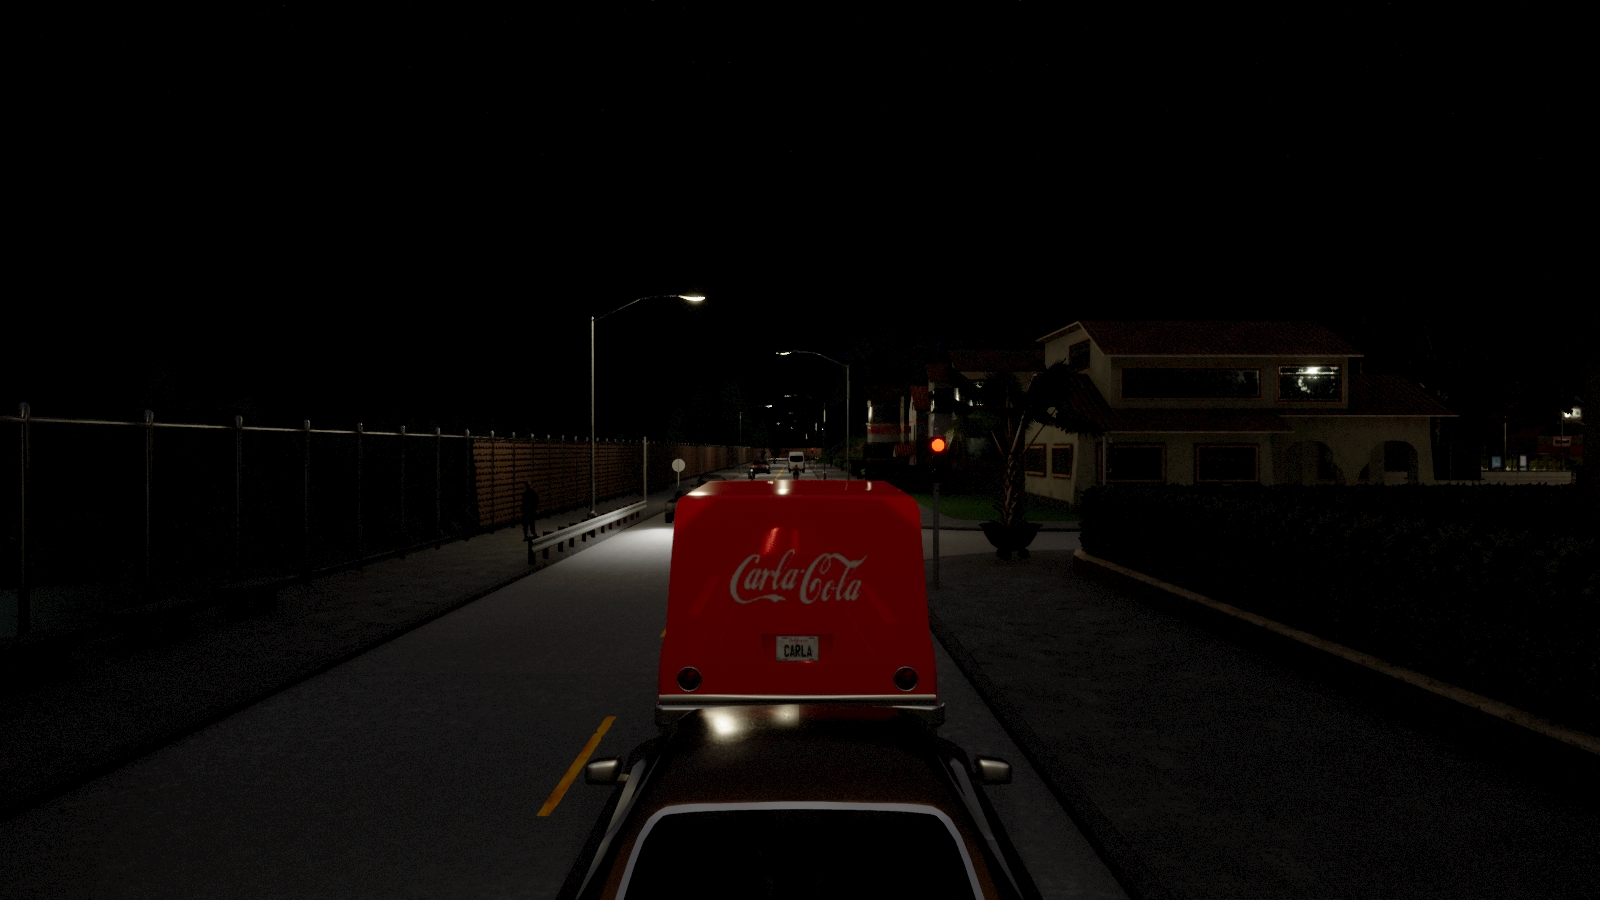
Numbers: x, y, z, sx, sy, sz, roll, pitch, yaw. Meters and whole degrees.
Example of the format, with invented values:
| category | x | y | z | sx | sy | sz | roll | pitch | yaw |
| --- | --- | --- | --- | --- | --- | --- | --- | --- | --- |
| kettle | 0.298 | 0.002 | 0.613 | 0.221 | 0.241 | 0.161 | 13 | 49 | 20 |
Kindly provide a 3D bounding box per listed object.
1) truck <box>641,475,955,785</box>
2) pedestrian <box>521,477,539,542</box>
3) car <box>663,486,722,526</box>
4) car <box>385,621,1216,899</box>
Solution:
| category | x | y | z | sx | sy | sz | roll | pitch | yaw |
| --- | --- | --- | --- | --- | --- | --- | --- | --- | --- |
| truck | -0.025 | 1.564 | 12.158 | 2.627 | 2.467 | 5.204 | 0 | 0 | 0 |
| pedestrian | -7.871 | 1.733 | 33.346 | 0.375 | 1.860 | 0.375 | 0 | 0 | 12 |
| car | -4.127 | 2.139 | 44.489 | 1.895 | 1.301 | 4.718 | 0 | 0 | 0 |
| car | -0.006 | 1.989 | 5.238 | 2.152 | 1.651 | 5.027 | 0 | 0 | 0 |
